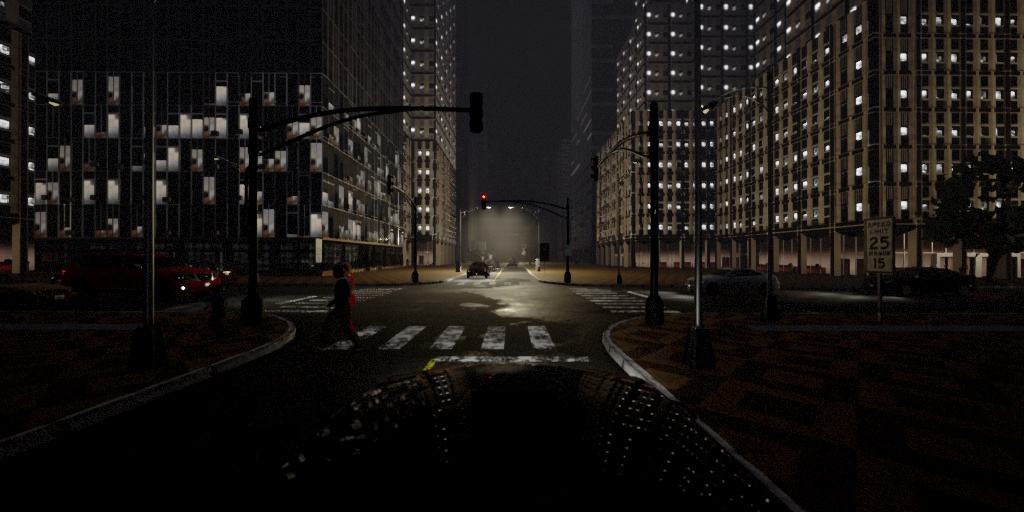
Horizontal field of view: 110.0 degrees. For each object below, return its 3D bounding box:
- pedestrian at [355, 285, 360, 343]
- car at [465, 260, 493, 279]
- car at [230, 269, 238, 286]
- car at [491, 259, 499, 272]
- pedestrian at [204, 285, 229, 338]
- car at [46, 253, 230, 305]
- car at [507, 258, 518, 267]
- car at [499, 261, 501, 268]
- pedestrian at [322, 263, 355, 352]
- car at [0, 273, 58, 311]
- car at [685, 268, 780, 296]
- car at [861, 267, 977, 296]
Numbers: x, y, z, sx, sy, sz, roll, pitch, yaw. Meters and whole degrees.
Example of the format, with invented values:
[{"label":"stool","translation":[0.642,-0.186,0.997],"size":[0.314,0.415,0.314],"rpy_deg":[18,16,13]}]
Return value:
[{"label":"pedestrian","translation":[-3.917,1.041,8.569],"size":[0.375,1.860,0.375],"rpy_deg":[0,0,0]},{"label":"car","translation":[-3.063,1.275,33.297],"size":[1.812,1.442,4.674],"rpy_deg":[0,0,0]},{"label":"car","translation":[-19.190,1.112,21.654],"size":[4.097,1.591,1.967],"rpy_deg":[0,0,-1]},{"label":"car","translation":[-3.048,1.253,45.593],"size":[1.837,1.490,4.892],"rpy_deg":[0,0,0]},{"label":"pedestrian","translation":[-6.514,1.171,7.976],"size":[0.375,1.300,0.375],"rpy_deg":[0,0,0]},{"label":"car","translation":[-16.195,0.889,15.782],"size":[5.566,2.045,2.150],"rpy_deg":[0,0,-1]},{"label":"car","translation":[0.061,1.291,63.432],"size":[2.033,1.411,5.357],"rpy_deg":[0,0,0]},{"label":"car","translation":[-3.017,1.271,59.056],"size":[1.812,1.442,4.674],"rpy_deg":[0,0,0]},{"label":"pedestrian","translation":[-3.566,1.044,7.372],"size":[0.375,1.860,0.375],"rpy_deg":[0,0,0]},{"label":"car","translation":[-18.888,1.165,13.018],"size":[4.829,1.417,1.751],"rpy_deg":[0,0,-1]},{"label":"car","translation":[11.892,1.345,19.437],"size":[4.674,1.442,1.812],"rpy_deg":[0,0,-2]},{"label":"car","translation":[22.073,1.342,19.568],"size":[5.008,1.535,1.882],"rpy_deg":[0,0,-1]}]
